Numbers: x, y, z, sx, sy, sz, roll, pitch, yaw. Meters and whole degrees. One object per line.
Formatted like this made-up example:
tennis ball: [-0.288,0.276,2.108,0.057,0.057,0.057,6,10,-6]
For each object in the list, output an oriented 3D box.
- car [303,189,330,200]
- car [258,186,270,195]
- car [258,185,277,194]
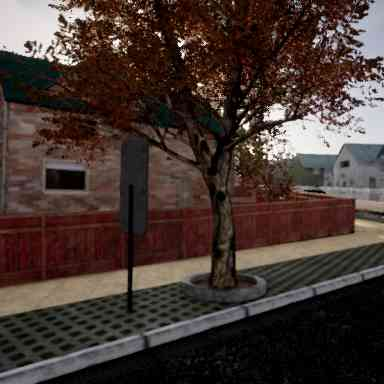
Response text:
car: [12.708,0.507,33.982,1.837,1.490,4.892,1,2,-3]
car: [11.528,-0.238,55.642,1.812,1.442,4.674,1,2,-3]
car: [13.937,-0.425,61.748,2.128,1.511,4.902,1,2,-3]
